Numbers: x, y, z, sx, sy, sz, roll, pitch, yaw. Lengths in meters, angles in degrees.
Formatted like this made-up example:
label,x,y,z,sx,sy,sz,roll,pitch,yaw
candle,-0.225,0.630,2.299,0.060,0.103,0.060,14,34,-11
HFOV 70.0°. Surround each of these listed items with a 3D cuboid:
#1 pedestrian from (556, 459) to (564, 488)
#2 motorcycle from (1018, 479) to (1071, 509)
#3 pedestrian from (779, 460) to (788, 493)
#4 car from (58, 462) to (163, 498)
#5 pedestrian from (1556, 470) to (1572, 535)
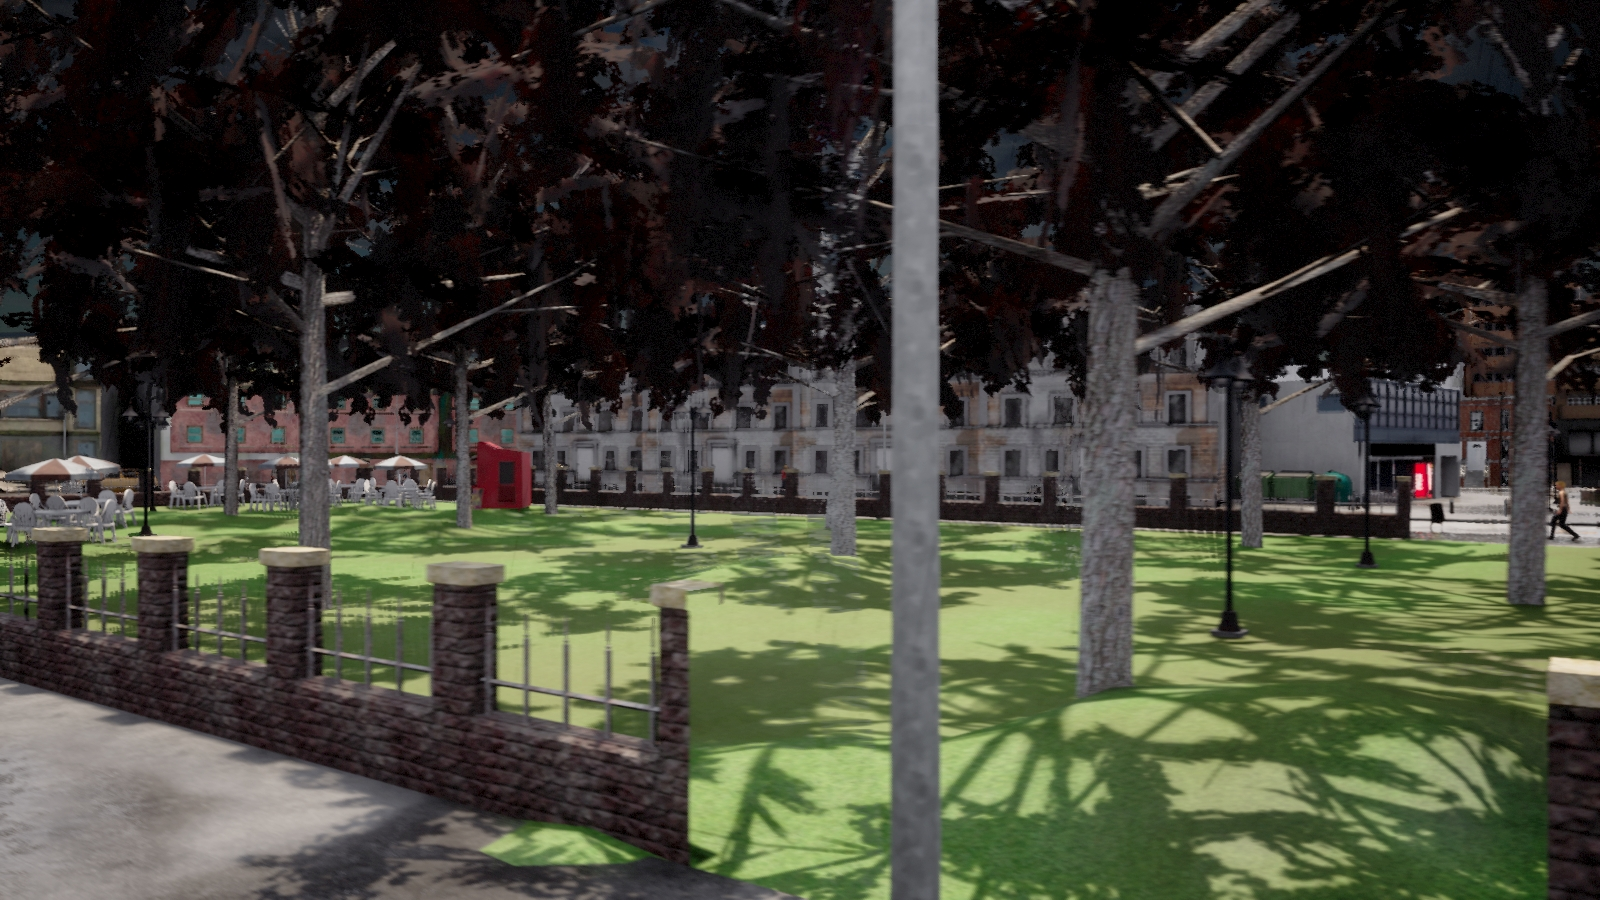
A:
label,x,y,z,sx,sy,sz,roll,pitch,yaw
pedestrian,-15.753,1.524,74.878,0.375,1.860,0.375,0,0,15
motorcycle,11.123,1.985,51.950,2.209,1.251,0.867,0,0,35
pedestrian,-0.947,1.524,65.810,0.375,1.860,0.375,0,0,30
car,-38.087,1.643,63.200,1.932,1.855,4.605,0,0,37
pedestrian,22.343,1.523,33.411,0.375,1.860,0.375,0,0,38
